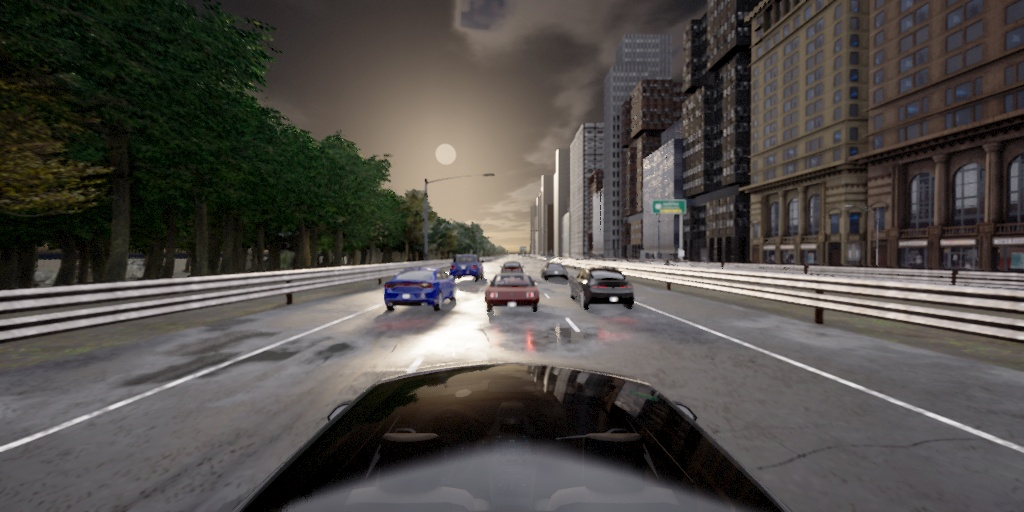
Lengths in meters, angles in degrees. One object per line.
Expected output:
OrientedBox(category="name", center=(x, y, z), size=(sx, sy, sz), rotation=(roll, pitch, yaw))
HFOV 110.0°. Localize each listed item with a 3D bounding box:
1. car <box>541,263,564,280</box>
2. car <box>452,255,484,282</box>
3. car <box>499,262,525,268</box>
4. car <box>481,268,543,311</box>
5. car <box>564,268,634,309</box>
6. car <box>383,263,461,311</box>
OrientedBox(category="car", center=(3.503, 1.257, 30.223), size=(1.994, 1.385, 4.181), rotation=(0, 0, 0))
OrientedBox(category="car", center=(-3.508, 0.918, 28.638), size=(2.150, 2.045, 5.566), rotation=(0, 0, 0))
OrientedBox(category="car", center=(0.000, 1.199, 29.778), size=(1.837, 1.490, 4.892), rotation=(0, 0, 0))
OrientedBox(category="car", center=(0.022, 1.321, 14.144), size=(1.895, 1.301, 4.718), rotation=(0, 0, 0))
OrientedBox(category="car", center=(3.527, 1.225, 14.775), size=(1.837, 1.490, 4.892), rotation=(0, 1, 0))
OrientedBox(category="car", center=(-3.479, 1.197, 14.348), size=(1.882, 1.535, 5.008), rotation=(0, 0, 1))
